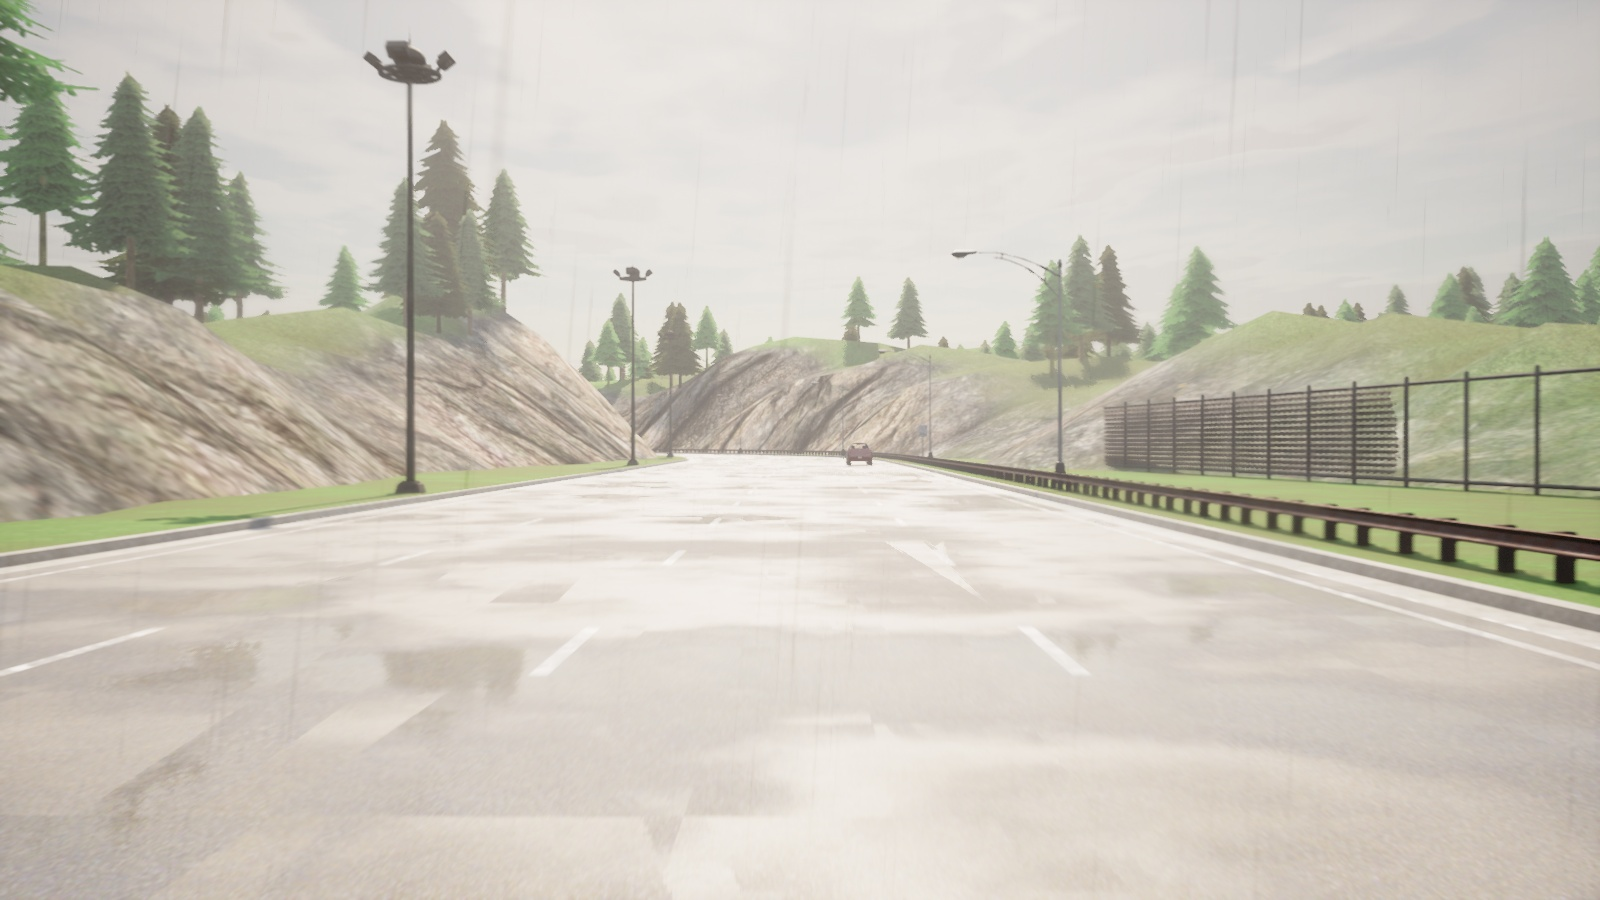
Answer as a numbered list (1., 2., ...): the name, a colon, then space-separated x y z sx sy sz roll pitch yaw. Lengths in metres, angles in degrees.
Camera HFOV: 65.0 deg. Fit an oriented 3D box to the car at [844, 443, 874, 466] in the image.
1. car: 3.973 0.292 84.854 1.845 1.501 3.633 0 0 0
